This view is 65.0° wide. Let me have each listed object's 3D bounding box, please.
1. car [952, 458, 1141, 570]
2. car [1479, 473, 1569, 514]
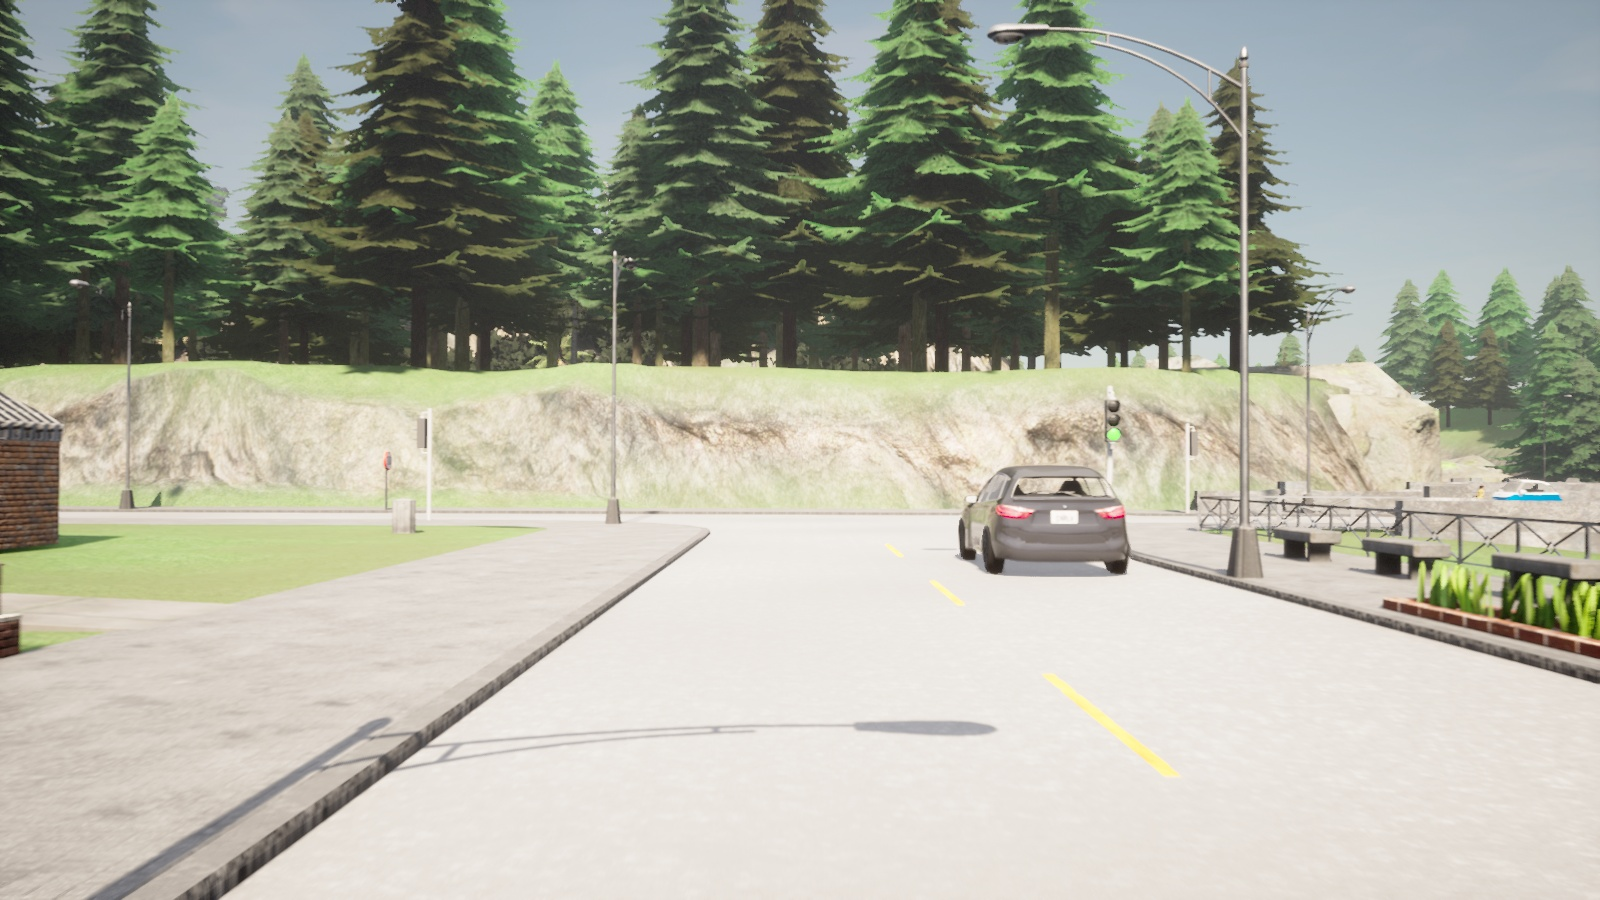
[{"bbox_3d":[3.950,0.995,21.037,2.242,1.667,4.611,0,-1,0],"label":"car"},{"bbox_3d":[24.750,1.490,42.987,2.207,1.376,1.481,0,-1,0],"label":"car"}]
